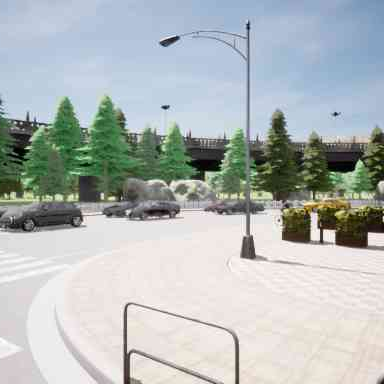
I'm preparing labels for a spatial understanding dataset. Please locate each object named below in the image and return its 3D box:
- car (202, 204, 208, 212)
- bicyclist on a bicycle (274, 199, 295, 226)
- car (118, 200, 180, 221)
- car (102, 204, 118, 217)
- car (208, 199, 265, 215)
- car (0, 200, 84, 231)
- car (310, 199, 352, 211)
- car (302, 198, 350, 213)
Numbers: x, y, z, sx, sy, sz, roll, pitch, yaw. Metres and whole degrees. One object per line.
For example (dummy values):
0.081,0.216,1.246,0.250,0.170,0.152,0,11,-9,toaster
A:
3.332,1.471,36.175,4.674,1.442,1.812,-1,0,-25,car
5.566,1.245,19.586,0.582,1.620,1.656,0,0,-44,bicyclist on a bicycle
-3.158,1.436,27.134,4.902,1.511,2.128,0,0,-44,car
-5.757,1.508,29.347,1.994,1.385,4.181,0,0,44,car
4.670,1.492,33.057,5.357,1.411,2.033,0,0,-26,car
-8.955,1.297,20.064,2.097,1.767,4.553,0,0,37,car
16.673,1.508,39.992,4.181,1.385,1.994,0,0,-4,car
14.542,1.422,36.285,5.008,1.535,1.882,0,0,-7,car
